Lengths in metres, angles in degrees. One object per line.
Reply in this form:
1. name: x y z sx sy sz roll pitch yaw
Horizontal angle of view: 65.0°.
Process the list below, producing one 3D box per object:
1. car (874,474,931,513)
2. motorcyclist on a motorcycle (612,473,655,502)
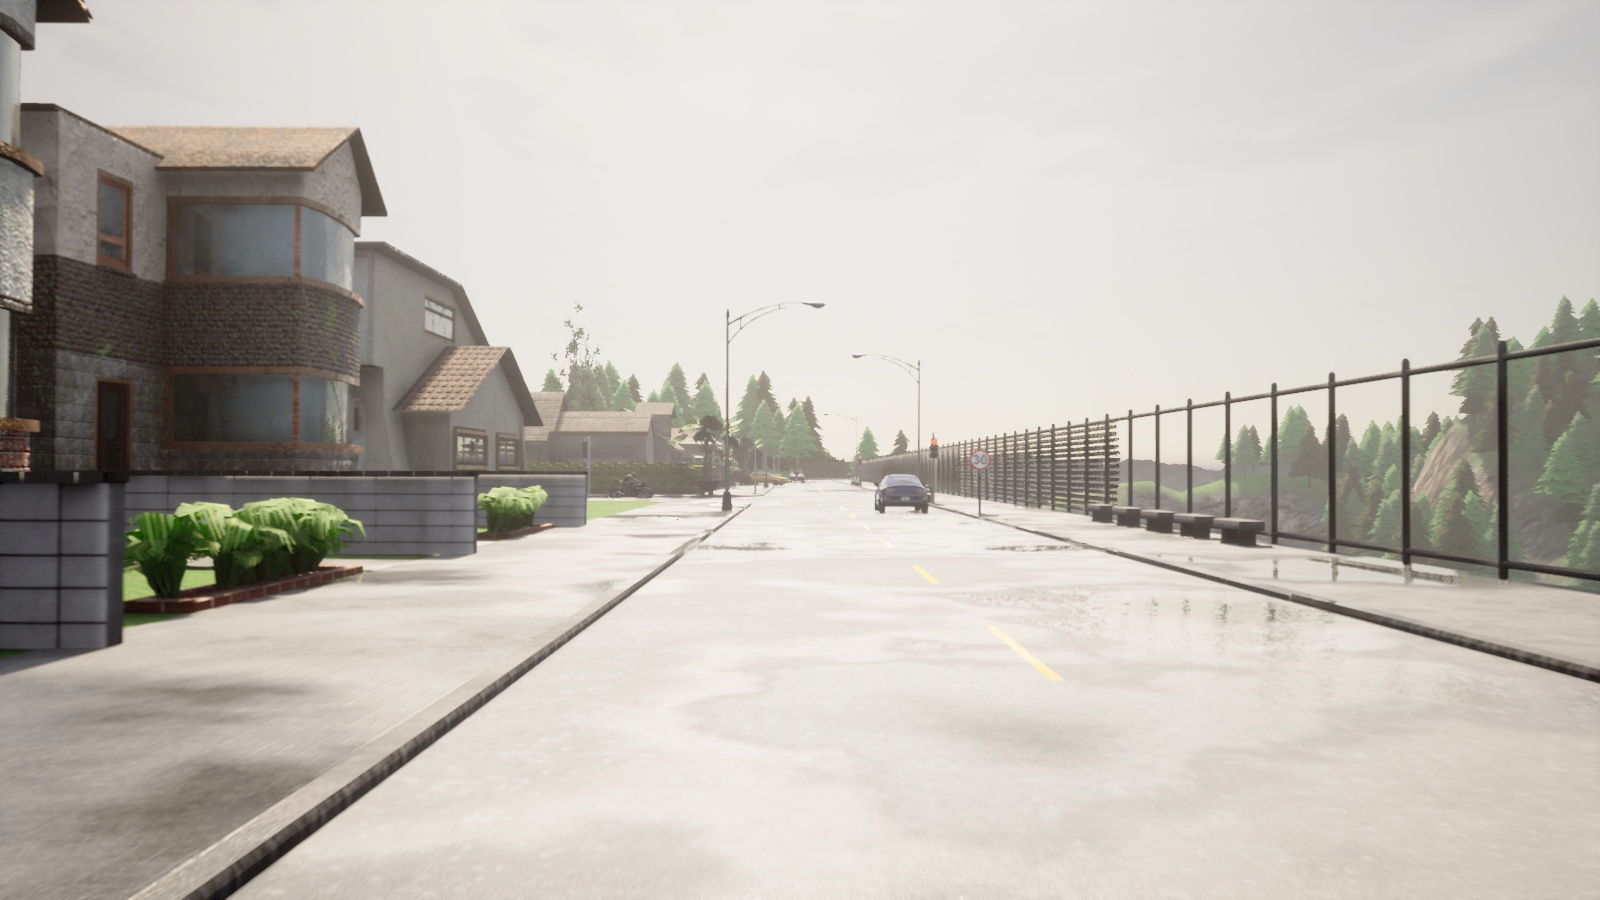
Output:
1. car: 3.880 1.635 48.390 1.812 1.442 4.674 0 -1 0
2. motorcyclist on a motorcycle: -8.817 2.000 66.612 2.191 1.530 0.866 0 -1 1
